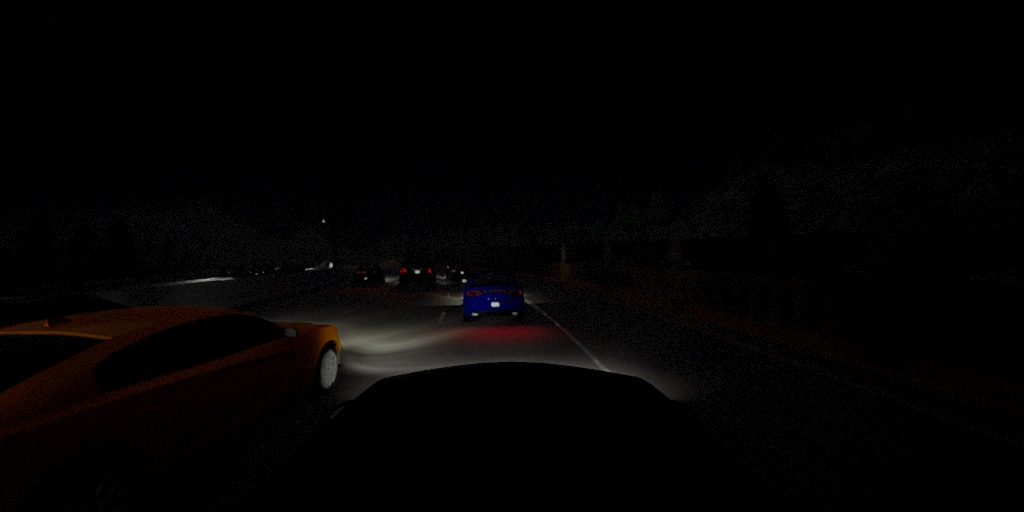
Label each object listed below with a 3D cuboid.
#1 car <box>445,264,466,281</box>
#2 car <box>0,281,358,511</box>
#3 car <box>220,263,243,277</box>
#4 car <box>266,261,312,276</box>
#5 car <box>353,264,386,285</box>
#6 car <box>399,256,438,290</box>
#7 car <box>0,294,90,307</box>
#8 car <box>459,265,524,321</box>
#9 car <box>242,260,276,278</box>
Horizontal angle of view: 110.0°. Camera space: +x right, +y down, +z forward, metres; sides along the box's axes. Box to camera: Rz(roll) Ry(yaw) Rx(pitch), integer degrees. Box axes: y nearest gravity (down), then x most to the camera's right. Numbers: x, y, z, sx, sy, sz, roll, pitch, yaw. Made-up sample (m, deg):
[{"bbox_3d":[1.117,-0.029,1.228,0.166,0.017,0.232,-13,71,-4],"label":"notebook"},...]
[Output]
[{"bbox_3d":[-4.691,1.366,31.554,1.994,1.385,4.181,0,0,-17],"label":"car"},{"bbox_3d":[-3.583,1.245,3.639,1.882,1.535,5.008,0,0,-1],"label":"car"},{"bbox_3d":[-30.704,1.517,39.714,2.128,1.511,4.902,0,0,-27],"label":"car"},{"bbox_3d":[-19.605,1.461,31.761,2.033,1.411,5.357,0,0,-20],"label":"car"},{"bbox_3d":[-10.507,1.330,26.576,2.128,1.511,4.902,0,0,-15],"label":"car"},{"bbox_3d":[-6.070,1.027,23.378,2.150,2.045,5.566,0,0,-13],"label":"car"},{"bbox_3d":[-7.153,1.312,5.474,1.812,1.442,4.674,0,0,-3],"label":"car"},{"bbox_3d":[-0.753,1.242,12.721,1.882,1.535,5.008,0,0,-6],"label":"car"},{"bbox_3d":[-25.206,1.473,36.236,1.837,1.490,4.892,0,0,-24],"label":"car"}]
